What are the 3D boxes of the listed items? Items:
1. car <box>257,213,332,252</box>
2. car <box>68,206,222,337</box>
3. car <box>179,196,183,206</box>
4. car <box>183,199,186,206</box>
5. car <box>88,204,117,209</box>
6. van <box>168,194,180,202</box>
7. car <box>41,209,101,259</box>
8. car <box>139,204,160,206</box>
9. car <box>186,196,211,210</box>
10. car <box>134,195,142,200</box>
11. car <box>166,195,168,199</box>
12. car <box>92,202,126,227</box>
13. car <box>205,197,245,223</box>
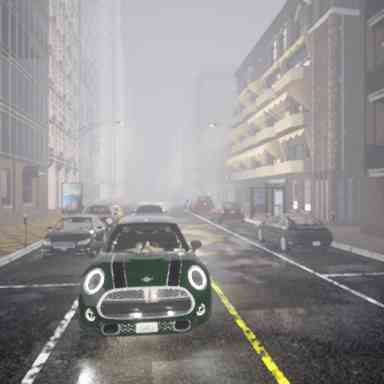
[{"bbox_3d":[4.013,1.545,13.650,2.008,1.369,4.403,0,0,-8],"label":"car"},{"bbox_3d":[-0.942,1.350,6.991,2.097,1.767,4.553,0,0,-8],"label":"car"},{"bbox_3d":[-0.453,1.578,47.246,1.802,1.307,4.206,0,0,-8],"label":"car"},{"bbox_3d":[0.291,1.577,41.646,1.802,1.307,4.206,0,0,-8],"label":"car"},{"bbox_3d":[-5.039,1.438,18.145,1.967,1.590,4.097,0,0,-8],"label":"car"},{"bbox_3d":[-3.430,1.349,69.643,1.690,1.788,3.998,0,0,-8],"label":"van"},{"bbox_3d":[-4.294,1.548,12.545,2.008,1.369,4.403,0,0,-8],"label":"car"},{"bbox_3d":[-2.549,1.474,19.837,1.882,1.535,5.008,0,0,-8],"label":"car"},{"bbox_3d":[1.036,1.310,36.047,2.192,1.841,5.009,0,0,-8],"label":"car"},{"bbox_3d":[-14.714,1.467,90.937,1.967,1.590,4.097,0,0,-8],"label":"car"},{"bbox_3d":[-4.174,1.578,75.242,1.947,1.339,4.313,0,0,-8],"label":"car"},{"bbox_3d":[-5.761,1.523,23.575,1.752,1.417,4.829,0,0,-8],"label":"car"},{"bbox_3d":[2.524,1.434,24.848,1.967,1.590,4.097,0,0,-8],"label":"car"}]
